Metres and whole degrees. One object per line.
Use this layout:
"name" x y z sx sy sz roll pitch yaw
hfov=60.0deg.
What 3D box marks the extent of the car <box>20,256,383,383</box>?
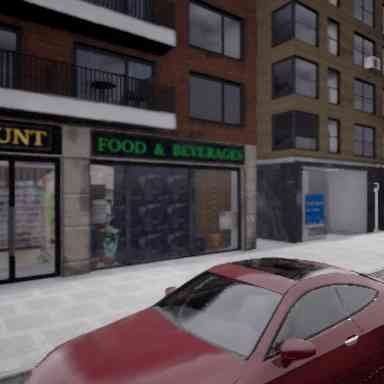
"car" 0.724 1.524 3.573 4.674 1.442 1.812 0 0 -36
